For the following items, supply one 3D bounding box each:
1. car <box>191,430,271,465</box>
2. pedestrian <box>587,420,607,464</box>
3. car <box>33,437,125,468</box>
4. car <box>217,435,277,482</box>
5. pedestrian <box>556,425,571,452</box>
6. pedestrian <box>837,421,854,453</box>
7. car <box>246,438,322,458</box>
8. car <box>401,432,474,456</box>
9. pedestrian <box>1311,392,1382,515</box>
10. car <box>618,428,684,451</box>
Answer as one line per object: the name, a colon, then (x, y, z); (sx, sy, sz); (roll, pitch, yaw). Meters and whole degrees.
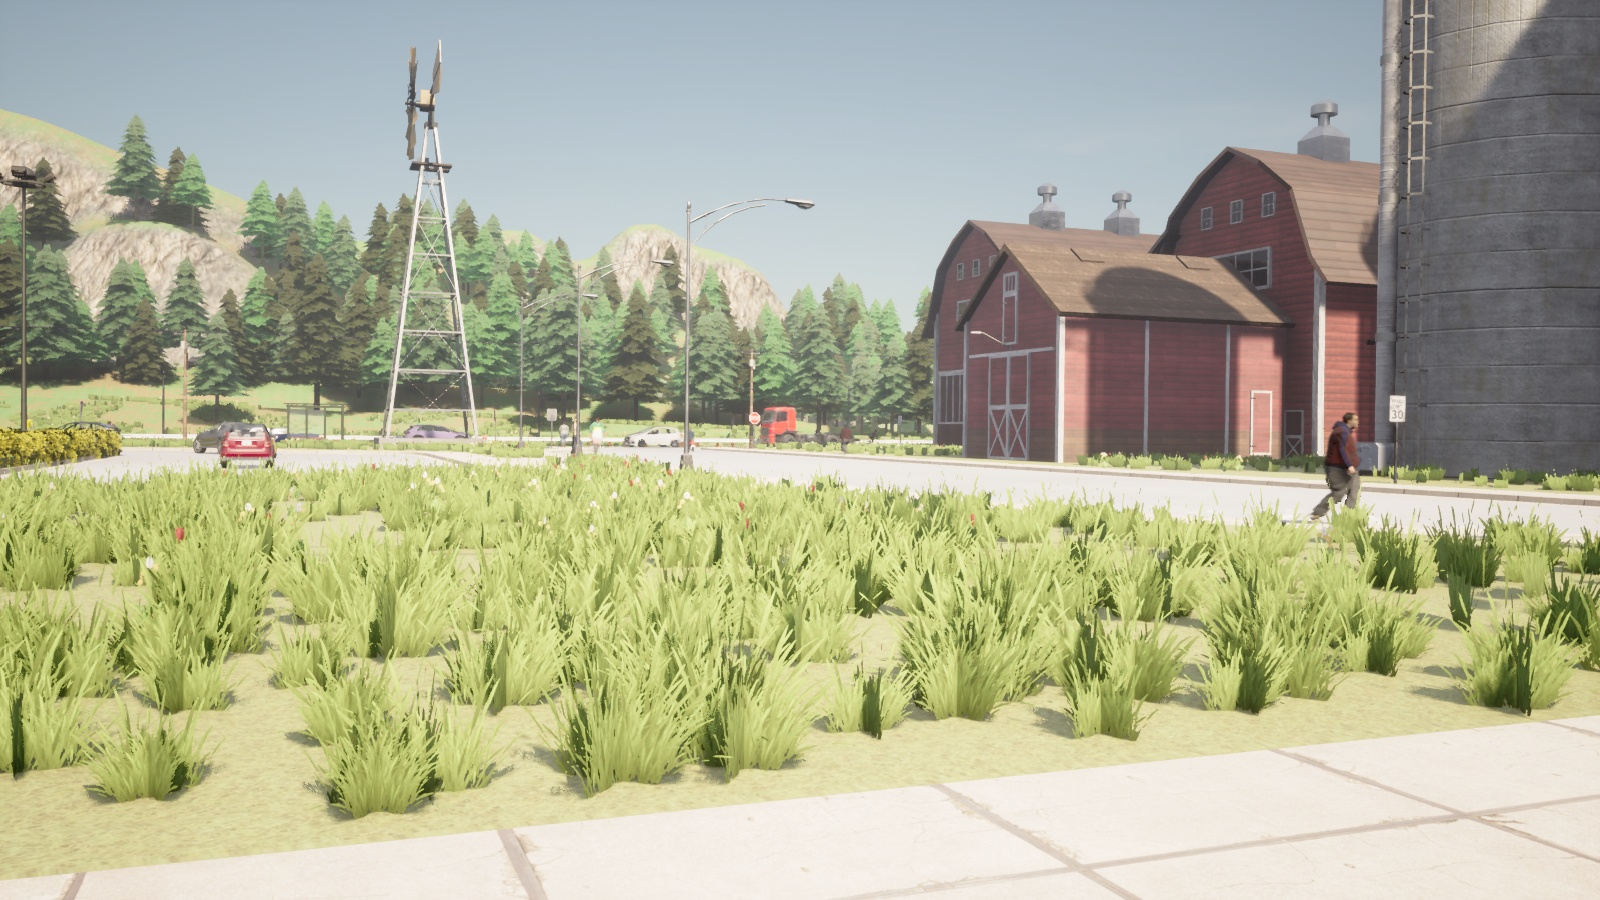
car: (-28.754, -0.144, 63.395); (2.152, 1.651, 5.027); (-1, 1, -43)
pedestrian: (-9.204, -0.372, 56.817); (0.659, 1.952, 0.873); (-1, 1, -25)
car: (-37.376, 0.121, 65.144); (3.705, 1.549, 1.789); (-1, 1, -8)
car: (-19.600, 0.262, 44.652); (1.789, 1.549, 3.705); (-1, 1, -21)
pedestrian: (-16.245, -0.774, 86.238); (0.874, 1.855, 0.900); (-1, 1, -19)
pedestrian: (2.593, -0.744, 71.874); (0.634, 1.844, 0.899); (-1, 1, -22)
car: (-35.537, -0.126, 86.605); (4.718, 1.301, 1.895); (-1, 1, -21)
car: (-26.073, -0.458, 90.220); (4.856, 1.649, 2.033); (-1, 1, -21)
pedestrian: (8.439, 0.047, 19.391); (0.899, 1.844, 0.634); (0, 1, 34)
car: (-11.668, -0.836, 98.629); (4.611, 1.667, 2.242); (-1, 1, -36)
